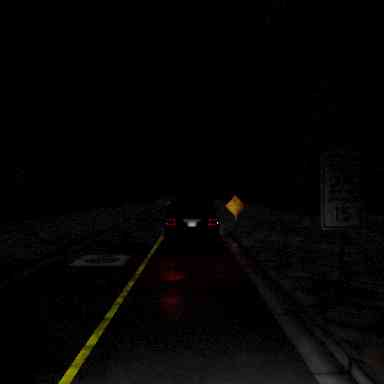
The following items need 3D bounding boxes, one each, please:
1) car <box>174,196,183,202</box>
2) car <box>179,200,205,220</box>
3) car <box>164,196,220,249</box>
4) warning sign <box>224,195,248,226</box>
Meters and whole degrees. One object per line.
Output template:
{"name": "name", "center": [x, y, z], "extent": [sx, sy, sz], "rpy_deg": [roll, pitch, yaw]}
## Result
{"name": "car", "center": [-3.001, 1.567, 75.933], "extent": [1.812, 1.442, 4.674], "rpy_deg": [0, 0, 0]}
{"name": "car", "center": [-0.001, 1.524, 29.656], "extent": [2.128, 1.511, 4.902], "rpy_deg": [0, 0, 0]}
{"name": "car", "center": [-0.001, 1.268, 14.684], "extent": [2.150, 2.045, 5.566], "rpy_deg": [0, 0, 0]}
{"name": "warning sign", "center": [2.699, 1.130, 20.545], "extent": [1.300, 1.860, 1.060], "rpy_deg": [-1, -1, 0]}
